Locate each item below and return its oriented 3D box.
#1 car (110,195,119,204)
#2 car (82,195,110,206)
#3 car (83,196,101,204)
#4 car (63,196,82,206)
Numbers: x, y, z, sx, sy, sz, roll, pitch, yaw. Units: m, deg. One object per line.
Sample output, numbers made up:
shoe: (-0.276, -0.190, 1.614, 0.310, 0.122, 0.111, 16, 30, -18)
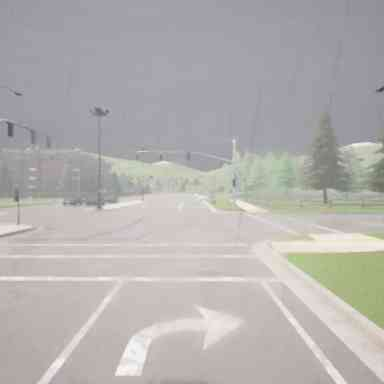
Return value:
car: (-14.982, 1.369, 62.388, 1.837, 1.490, 4.892, 0, 0, 0)
car: (-14.984, 1.434, 52.306, 2.033, 1.411, 5.357, 0, 0, 0)
car: (-18.482, 1.430, 61.675, 1.994, 1.385, 4.181, 0, 0, 0)
car: (-18.487, 1.379, 51.922, 2.128, 1.511, 4.902, 0, 0, 0)
